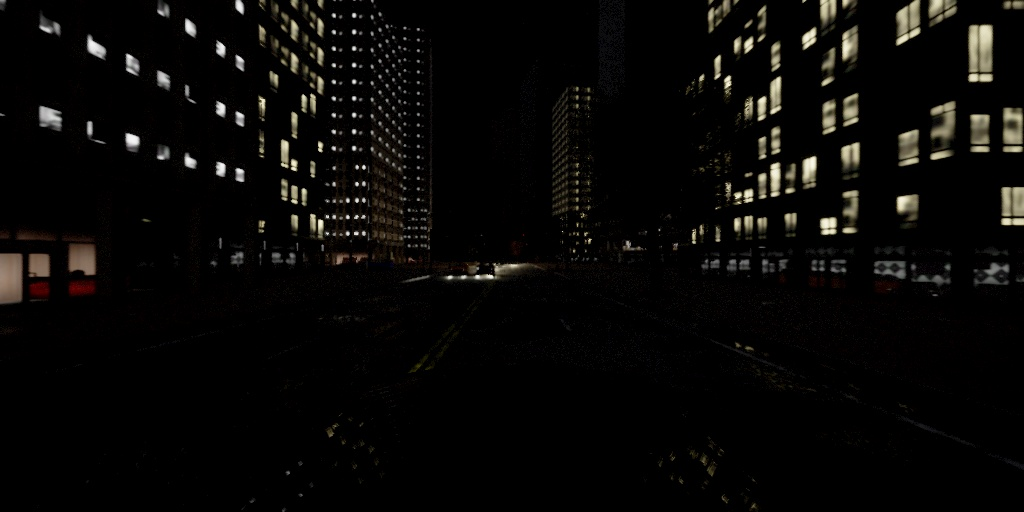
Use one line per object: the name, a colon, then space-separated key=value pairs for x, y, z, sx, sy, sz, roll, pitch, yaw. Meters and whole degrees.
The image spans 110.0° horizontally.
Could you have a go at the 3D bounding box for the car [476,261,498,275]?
car: x=-3.260 y=1.481 z=45.013 sx=2.097 sy=1.767 sz=4.553 roll=0 pitch=0 yaw=0

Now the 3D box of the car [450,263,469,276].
car: x=-6.509 y=1.612 z=44.950 sx=1.882 sy=1.535 sz=5.008 roll=0 pitch=-1 yaw=0
